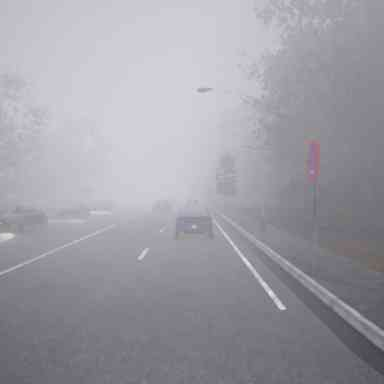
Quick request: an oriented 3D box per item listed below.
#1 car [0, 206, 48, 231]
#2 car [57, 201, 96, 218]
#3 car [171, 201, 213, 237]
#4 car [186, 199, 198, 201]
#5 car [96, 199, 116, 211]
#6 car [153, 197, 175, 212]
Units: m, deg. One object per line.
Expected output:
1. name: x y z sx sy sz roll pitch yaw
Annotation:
1. car: -10.530 1.556 20.325 1.994 1.385 4.181 0 0 2
2. car: -10.507 1.515 29.929 1.812 1.442 4.674 0 0 0
3. car: 0.095 1.471 18.044 1.882 1.535 5.008 0 0 0
4. car: -0.002 1.532 42.084 2.033 1.411 5.357 0 0 0
5. car: -10.508 1.549 39.955 1.994 1.385 4.181 0 0 0
6. car: -3.409 1.549 38.972 1.994 1.385 4.181 0 0 0
